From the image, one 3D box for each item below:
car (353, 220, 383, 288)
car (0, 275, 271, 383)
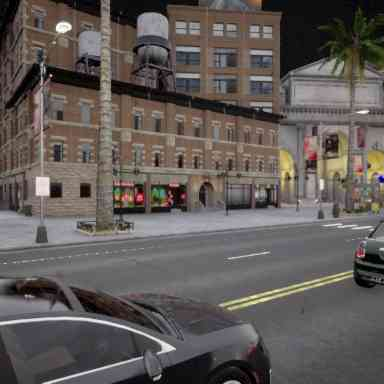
[{"bbox_3d":[5.945,1.352,8.020,4.553,1.767,2.097,0,0,-35],"label":"car"},{"bbox_3d":[-1.428,1.505,2.720,4.892,1.490,1.837,0,0,-36],"label":"car"}]
